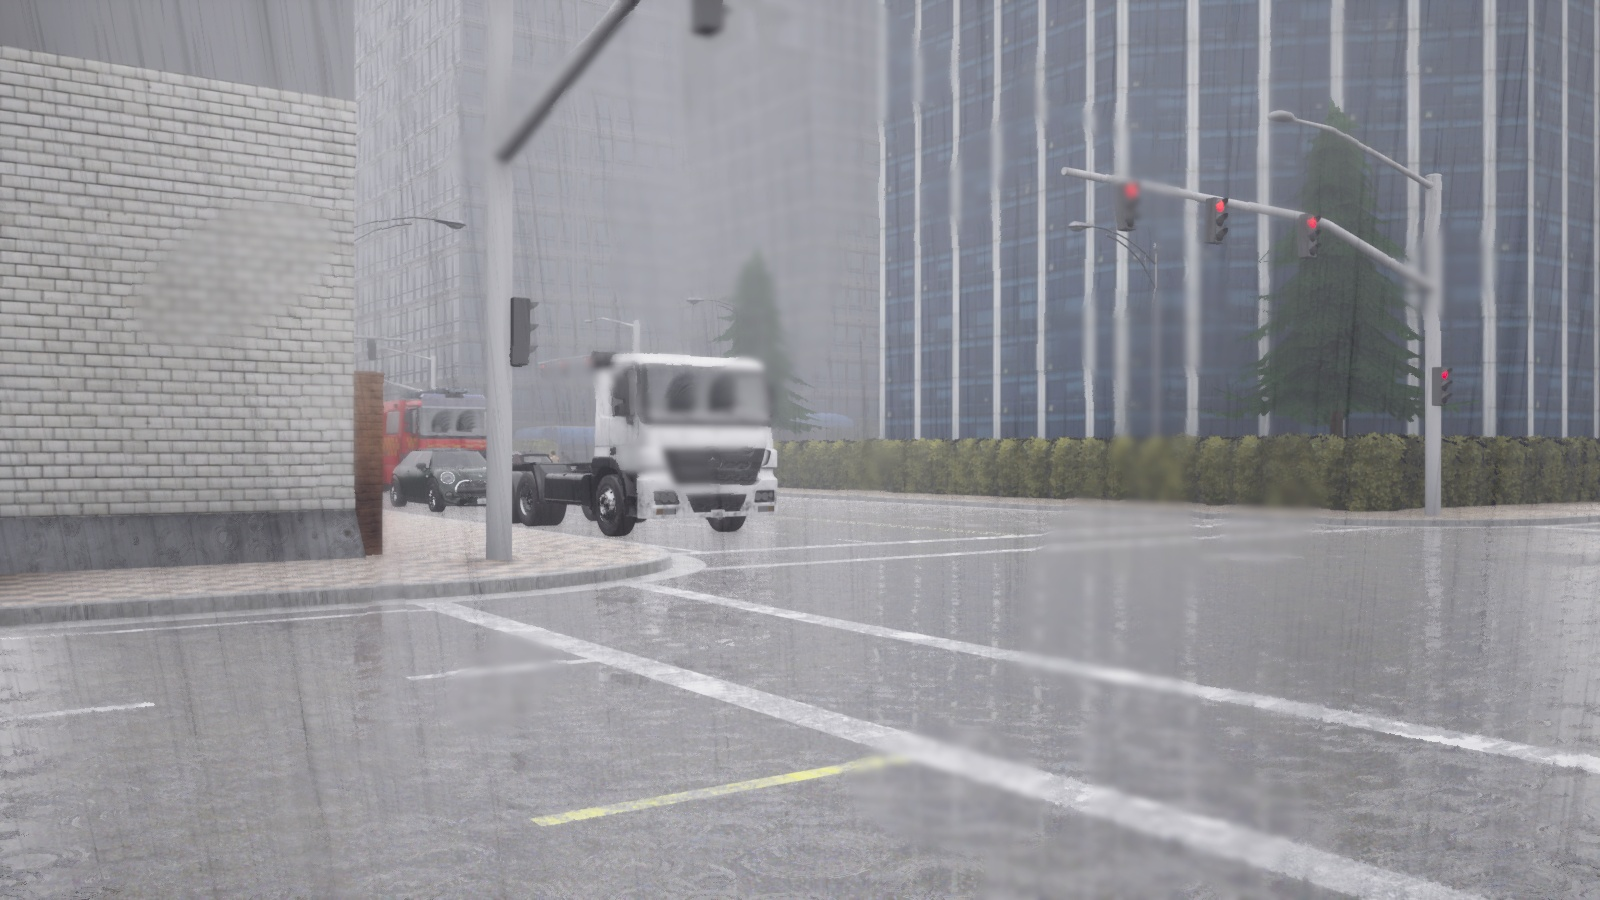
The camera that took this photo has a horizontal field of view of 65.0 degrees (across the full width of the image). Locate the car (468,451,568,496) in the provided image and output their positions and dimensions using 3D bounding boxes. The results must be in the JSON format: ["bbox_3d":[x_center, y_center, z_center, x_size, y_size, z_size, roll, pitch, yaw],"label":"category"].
[{"bbox_3d":[-10.881,0.871,48.227,2.033,1.649,4.856,0,0,-35],"label":"car"}]

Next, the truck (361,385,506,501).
[{"bbox_3d":[-13.581,-0.223,45.962,2.891,3.827,8.468,0,0,-32],"label":"truck"}]

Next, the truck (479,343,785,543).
[{"bbox_3d":[-3.750,-0.110,25.811,2.891,3.462,7.936,0,0,-35],"label":"truck"}]

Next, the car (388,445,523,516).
[{"bbox_3d":[-9.337,0.761,33.803,2.097,1.767,4.553,0,0,-35],"label":"car"}]
